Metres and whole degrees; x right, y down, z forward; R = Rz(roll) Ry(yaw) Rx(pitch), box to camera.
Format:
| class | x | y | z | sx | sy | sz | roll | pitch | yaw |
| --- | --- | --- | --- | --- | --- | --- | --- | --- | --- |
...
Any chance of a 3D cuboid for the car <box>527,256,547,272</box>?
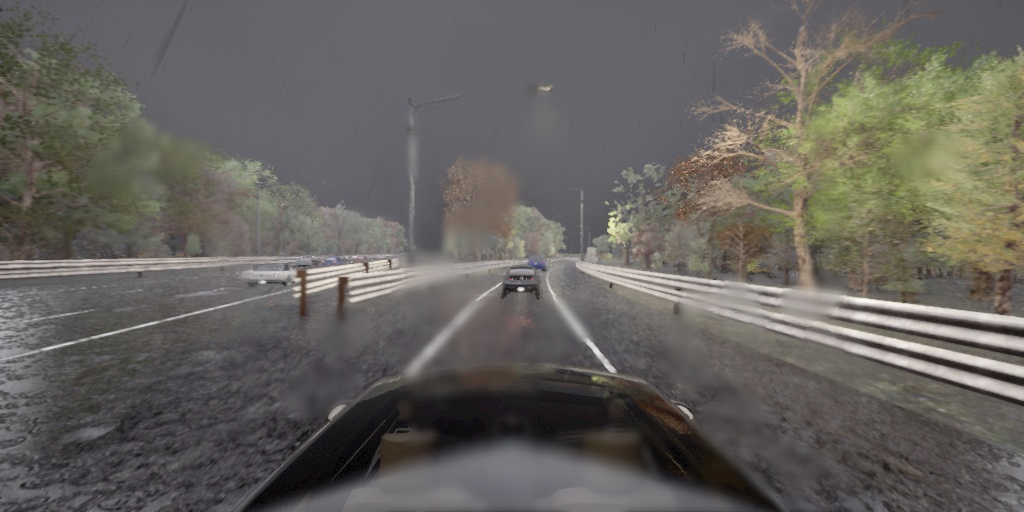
| class | x | y | z | sx | sy | sz | roll | pitch | yaw |
| --- | --- | --- | --- | --- | --- | --- | --- | --- | --- |
| car | 3.177 | 0.991 | 45.752 | 2.150 | 2.045 | 5.566 | 0 | 0 | 9 |

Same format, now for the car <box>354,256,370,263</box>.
| class | x | y | z | sx | sy | sz | roll | pitch | yaw |
| --- | --- | --- | --- | --- | --- | --- | --- | --- | --- |
| car | -24.851 | 0.705 | 59.458 | 1.812 | 1.442 | 4.674 | 0 | 0 | -11 |

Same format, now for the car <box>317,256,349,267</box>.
| class | x | y | z | sx | sy | sz | roll | pitch | yaw |
| --- | --- | --- | --- | --- | --- | --- | --- | --- | --- |
| car | -21.572 | 0.813 | 43.494 | 1.812 | 1.442 | 4.674 | 0 | 0 | -11 |

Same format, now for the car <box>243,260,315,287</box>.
| class | x | y | z | sx | sy | sz | roll | pitch | yaw |
| --- | --- | --- | --- | --- | --- | --- | --- | --- | --- |
| car | -13.525 | 1.060 | 21.017 | 1.895 | 1.301 | 4.718 | 0 | 0 | -11 |

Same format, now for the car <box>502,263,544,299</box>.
| class | x | y | z | sx | sy | sz | roll | pitch | yaw |
| --- | --- | --- | --- | --- | --- | --- | --- | --- | --- |
| car | 0.534 | 1.265 | 18.412 | 1.837 | 1.490 | 4.892 | 0 | -1 | 3 |

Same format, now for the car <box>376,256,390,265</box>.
| class | x | y | z | sx | sy | sz | roll | pitch | yaw |
| --- | --- | --- | --- | --- | --- | --- | --- | --- | --- |
| car | -21.299 | 0.682 | 59.546 | 1.882 | 1.535 | 5.008 | 0 | 0 | -11 |

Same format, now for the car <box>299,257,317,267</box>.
| class | x | y | z | sx | sy | sz | roll | pitch | yaw |
| --- | --- | --- | --- | --- | --- | --- | --- | --- | --- |
| car | -25.376 | 0.817 | 44.685 | 1.994 | 1.385 | 4.181 | 0 | 0 | -11 |
